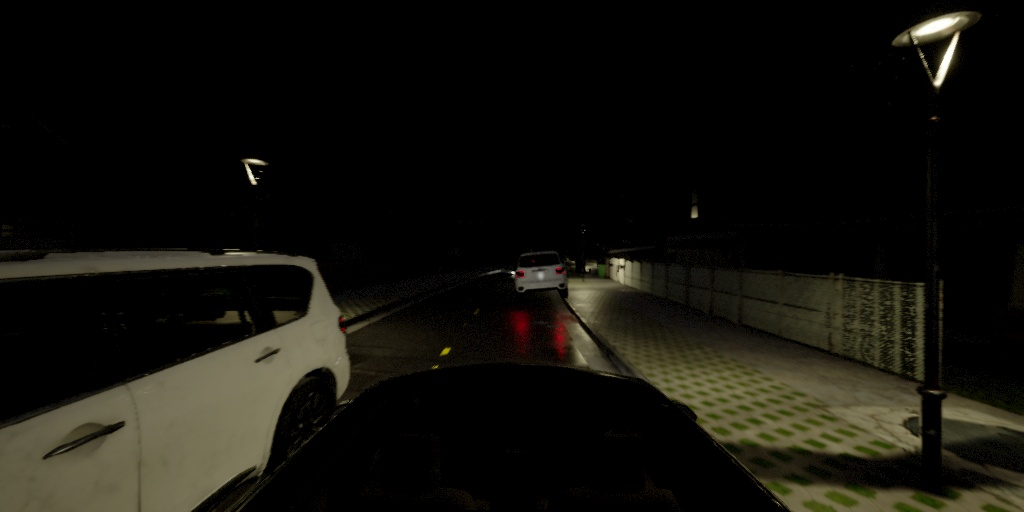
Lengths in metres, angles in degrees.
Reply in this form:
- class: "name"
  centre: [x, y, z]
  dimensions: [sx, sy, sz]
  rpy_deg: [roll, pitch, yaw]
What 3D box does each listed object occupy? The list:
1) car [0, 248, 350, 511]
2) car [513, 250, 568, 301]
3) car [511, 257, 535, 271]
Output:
- class: "car"
  centre: [-2.828, 0.972, 1.626]
  dimensions: [2.150, 2.045, 5.566]
  rpy_deg: [0, 0, 0]
- class: "car"
  centre: [1.282, 0.790, 16.505]
  dimensions: [2.150, 2.045, 5.566]
  rpy_deg: [-5, 0, 4]
- class: "car"
  centre: [1.403, 0.913, 43.397]
  dimensions: [1.882, 1.535, 5.008]
  rpy_deg: [0, 0, 13]
